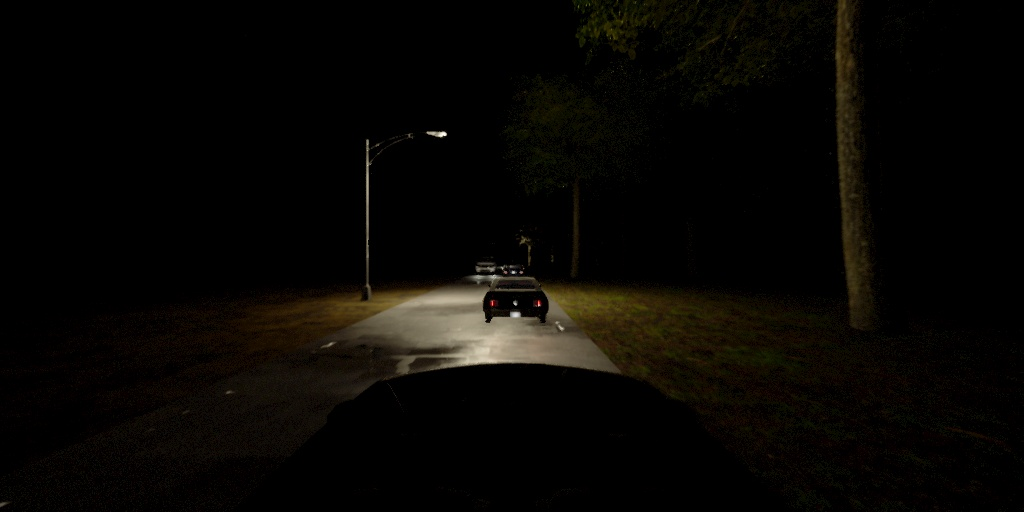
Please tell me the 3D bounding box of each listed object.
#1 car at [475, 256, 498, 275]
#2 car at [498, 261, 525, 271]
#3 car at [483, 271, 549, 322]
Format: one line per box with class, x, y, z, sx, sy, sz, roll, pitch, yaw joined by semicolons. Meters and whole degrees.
car;-2.834;1.039;40.474;2.150;2.045;5.566;0;0;0
car;0.103;1.327;30.386;2.033;1.411;5.357;0;0;0
car;0.104;1.357;12.249;1.895;1.301;4.718;0;0;0
